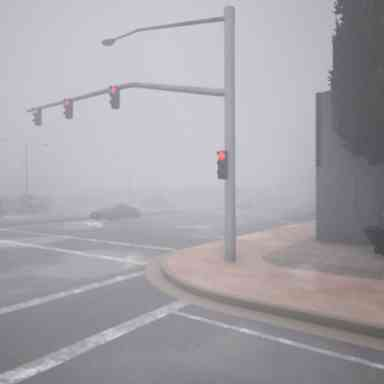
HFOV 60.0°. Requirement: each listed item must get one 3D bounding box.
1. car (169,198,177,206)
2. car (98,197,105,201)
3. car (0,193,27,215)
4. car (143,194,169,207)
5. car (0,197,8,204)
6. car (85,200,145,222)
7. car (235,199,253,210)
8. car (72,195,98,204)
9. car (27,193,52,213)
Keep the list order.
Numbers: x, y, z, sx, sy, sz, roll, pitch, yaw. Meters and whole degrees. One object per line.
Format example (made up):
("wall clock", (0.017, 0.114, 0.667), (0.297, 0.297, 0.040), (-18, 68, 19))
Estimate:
("car", (-4.388, 1.533, 54.369), (3.806, 1.475, 1.970), (0, 0, 35))
("car", (-18.646, 1.570, 64.459), (3.905, 1.438, 1.784), (0, 0, 35))
("car", (-19.114, 1.291, 33.658), (4.605, 1.855, 1.932), (0, 0, 35))
("car", (-6.072, 1.294, 52.015), (3.866, 1.878, 1.905), (0, 0, 35))
("car", (-37.382, 1.629, 64.101), (3.905, 1.438, 1.784), (0, 0, 35))
("car", (-6.219, 1.645, 27.178), (1.994, 1.385, 4.181), (0, 0, 36))
("car", (6.536, 1.606, 44.240), (1.812, 1.442, 4.674), (0, 0, 37))
("car", (-20.375, 1.360, 62.134), (4.605, 1.855, 1.932), (0, 0, 35))
("car", (-17.395, 1.294, 35.987), (3.866, 1.878, 1.905), (0, 0, 35))
